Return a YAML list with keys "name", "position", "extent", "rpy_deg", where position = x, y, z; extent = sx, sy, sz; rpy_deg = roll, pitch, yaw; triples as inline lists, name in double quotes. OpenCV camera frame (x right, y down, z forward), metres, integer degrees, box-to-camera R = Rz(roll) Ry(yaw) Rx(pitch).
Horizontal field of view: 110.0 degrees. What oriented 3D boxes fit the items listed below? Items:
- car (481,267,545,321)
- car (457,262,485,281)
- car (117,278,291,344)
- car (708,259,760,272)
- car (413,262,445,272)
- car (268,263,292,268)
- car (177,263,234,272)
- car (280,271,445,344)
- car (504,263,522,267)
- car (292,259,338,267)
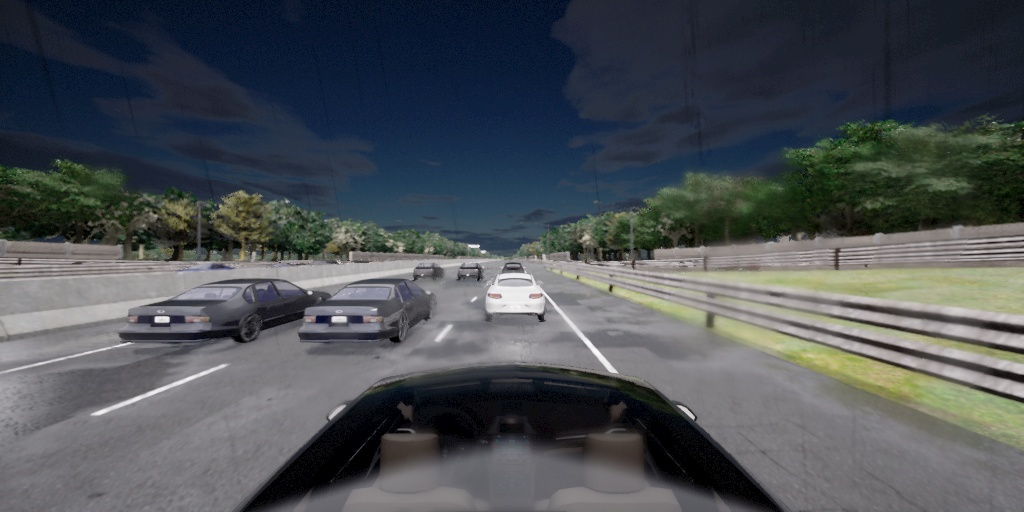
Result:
- name: "car"
  position: [0.099, 1.284, 12.350]
  extent: [1.812, 1.442, 4.674]
  rpy_deg: [0, 0, 0]
- name: "car"
  position: [-3.402, 1.277, 30.164]
  extent: [2.128, 1.511, 4.902]
  rpy_deg: [0, 0, 0]
- name: "car"
  position: [-6.901, 1.303, 9.575]
  extent: [2.033, 1.411, 5.357]
  rpy_deg: [0, 0, 0]
- name: "car"
  position: [22.171, 0.704, 36.084]
  extent: [2.097, 1.767, 4.553]
  rpy_deg: [0, -3, -18]
- name: "car"
  position: [-6.902, 1.277, 30.139]
  extent: [2.128, 1.511, 4.902]
  rpy_deg: [0, 0, 0]
- name: "car"
  position: [-21.095, 1.355, 32.893]
  extent: [1.994, 1.385, 4.181]
  rpy_deg: [0, 0, 0]
- name: "car"
  position: [-24.598, 1.308, 28.896]
  extent: [1.812, 1.442, 4.674]
  rpy_deg: [0, 0, 0]
- name: "car"
  position: [-3.401, 1.303, 9.581]
  extent: [2.033, 1.411, 5.357]
  rpy_deg: [0, 0, 0]
- name: "car"
  position: [0.098, 1.290, 30.347]
  extent: [1.837, 1.490, 4.892]
  rpy_deg: [0, 0, 0]
- name: "car"
  position: [-17.596, 1.142, 32.954]
  extent: [2.097, 1.767, 4.553]
  rpy_deg: [0, 0, 0]
